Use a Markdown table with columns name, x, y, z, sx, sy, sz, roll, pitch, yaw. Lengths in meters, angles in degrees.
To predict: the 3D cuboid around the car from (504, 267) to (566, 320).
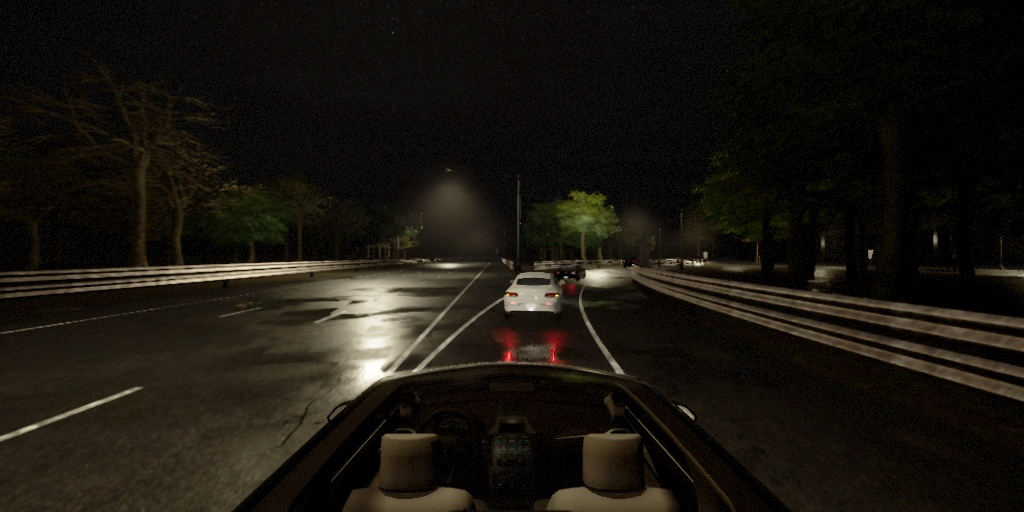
| name | x | y | z | sx | sy | sz | roll | pitch | yaw |
| --- | --- | --- | --- | --- | --- | --- | --- | --- | --- |
| car | 0.865 | 1.277 | 12.578 | 1.812 | 1.442 | 4.674 | 0 | 0 | 8 |

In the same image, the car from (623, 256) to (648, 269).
| name | x | y | z | sx | sy | sz | roll | pitch | yaw |
| --- | --- | --- | --- | --- | --- | --- | --- | --- | --- |
| car | 18.869 | 0.984 | 54.596 | 2.150 | 2.045 | 5.566 | 0 | -1 | 39 |

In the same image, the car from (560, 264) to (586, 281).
| name | x | y | z | sx | sy | sz | roll | pitch | yaw |
| --- | --- | --- | --- | --- | --- | --- | --- | --- | --- |
| car | 4.896 | 1.344 | 29.626 | 1.895 | 1.301 | 4.718 | 0 | 0 | 20 |
